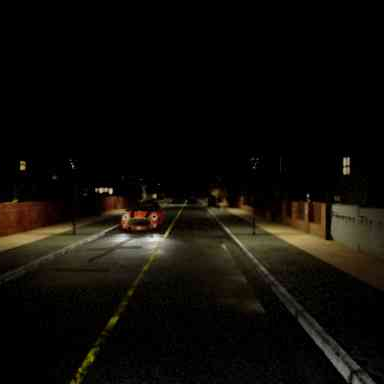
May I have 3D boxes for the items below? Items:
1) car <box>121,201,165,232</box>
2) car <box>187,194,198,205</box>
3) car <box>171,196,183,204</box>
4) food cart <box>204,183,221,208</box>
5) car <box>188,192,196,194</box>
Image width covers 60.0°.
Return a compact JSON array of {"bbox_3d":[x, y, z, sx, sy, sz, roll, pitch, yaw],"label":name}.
[{"bbox_3d":[-2.843,1.349,20.050,2.097,1.767,4.553,0,0,0],"label":"car"},{"bbox_3d":[0.018,1.530,58.624,2.033,1.411,5.357,0,0,0],"label":"car"},{"bbox_3d":[-2.766,1.485,61.592,1.837,1.490,4.892,0,0,1],"label":"car"},{"bbox_3d":[3.065,0.451,51.264,2.280,3.560,4.660,1,1,0],"label":"food cart"},{"bbox_3d":[0.025,1.046,74.733,2.150,2.045,5.566,0,0,0],"label":"car"}]
